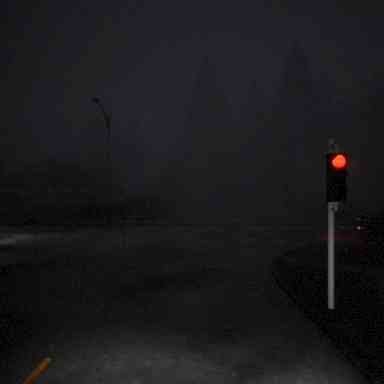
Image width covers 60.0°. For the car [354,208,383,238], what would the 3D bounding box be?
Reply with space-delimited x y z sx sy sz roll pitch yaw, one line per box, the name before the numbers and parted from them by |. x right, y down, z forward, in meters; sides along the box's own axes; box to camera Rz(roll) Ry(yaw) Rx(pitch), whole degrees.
car | 10.588 1.505 16.271 4.892 1.490 1.837 0 0 0
